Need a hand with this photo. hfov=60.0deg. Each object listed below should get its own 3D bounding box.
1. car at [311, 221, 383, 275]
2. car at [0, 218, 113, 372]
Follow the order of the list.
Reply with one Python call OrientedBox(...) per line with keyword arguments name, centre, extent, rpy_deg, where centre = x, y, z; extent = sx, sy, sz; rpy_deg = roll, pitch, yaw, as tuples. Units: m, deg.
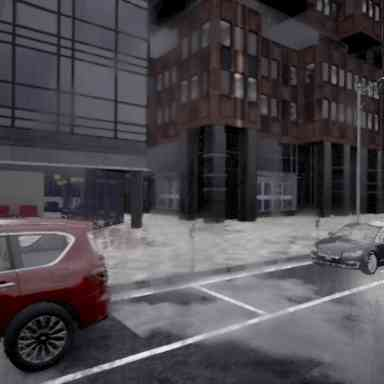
OrientedBox(name="car", centre=(5.627, 1.645, 10.666), extent=(4.403, 1.369, 2.008), rpy_deg=(1, 0, -36))
OrientedBox(name="car", centre=(-3.502, 1.310, 4.149), extent=(5.009, 1.841, 2.192), rpy_deg=(1, 0, -36))
